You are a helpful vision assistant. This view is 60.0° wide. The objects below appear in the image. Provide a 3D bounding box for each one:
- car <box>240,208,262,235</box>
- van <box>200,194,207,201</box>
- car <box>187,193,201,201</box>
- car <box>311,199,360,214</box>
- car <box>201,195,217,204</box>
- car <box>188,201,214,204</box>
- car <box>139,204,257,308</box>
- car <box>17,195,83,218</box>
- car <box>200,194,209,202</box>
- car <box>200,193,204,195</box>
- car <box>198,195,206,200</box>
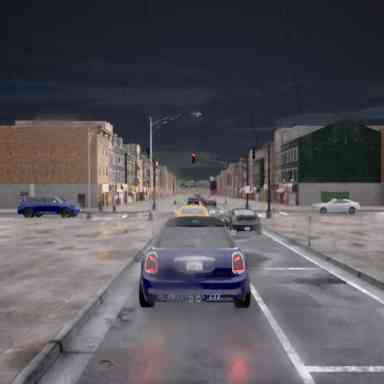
[{"bbox_3d":[2.677,1.538,18.243,2.008,1.369,4.403,-1,0,0],"label":"car"},{"bbox_3d":[2.869,1.319,83.882,1.690,1.788,3.998,-1,0,0],"label":"van"},{"bbox_3d":[0.265,1.484,59.364,1.837,1.490,4.892,0,0,0],"label":"car"},{"bbox_3d":[14.255,1.390,33.106,4.674,1.442,1.812,0,1,-2],"label":"car"},{"bbox_3d":[2.774,1.524,50.687,1.887,1.381,4.507,-1,0,0],"label":"car"},{"bbox_3d":[0.071,1.465,17.953,1.882,1.535,5.008,0,0,1],"label":"car"},{"bbox_3d":[0.071,1.345,8.077,2.097,1.767,4.553,0,0,1],"label":"car"},{"bbox_3d":[-12.848,1.322,30.234,5.566,2.045,2.150,0,1,0],"label":"car"},{"bbox_3d":[2.854,1.418,78.350,1.967,1.590,4.097,-1,0,0],"label":"car"},{"bbox_3d":[2.840,1.523,72.817,1.887,1.381,4.507,-1,0,0],"label":"car"},{"bbox_3d":[2.906,1.528,94.948,2.008,1.369,4.403,-1,0,0],"label":"car"}]
